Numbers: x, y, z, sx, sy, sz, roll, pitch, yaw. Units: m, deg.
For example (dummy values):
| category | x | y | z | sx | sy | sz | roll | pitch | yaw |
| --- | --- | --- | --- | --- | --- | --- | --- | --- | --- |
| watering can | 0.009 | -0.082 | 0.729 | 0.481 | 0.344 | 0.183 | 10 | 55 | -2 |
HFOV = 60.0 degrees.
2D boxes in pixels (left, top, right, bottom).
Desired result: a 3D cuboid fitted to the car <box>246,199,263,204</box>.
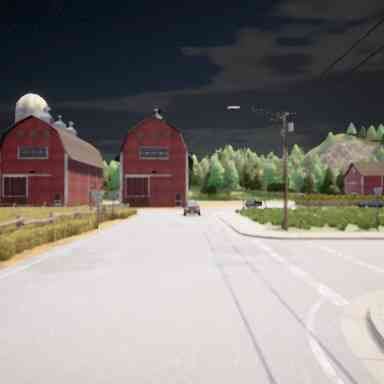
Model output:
| category | x | y | z | sx | sy | sz | roll | pitch | yaw |
| --- | --- | --- | --- | --- | --- | --- | --- | --- | --- |
| car | 11.151 | 1.988 | 59.165 | 2.128 | 1.511 | 4.902 | 0 | 0 | 31 |

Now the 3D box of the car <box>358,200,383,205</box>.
| category | x | y | z | sx | sy | sz | roll | pitch | yaw |
| --- | --- | --- | --- | --- | --- | --- | --- | --- | --- |
| car | 29.527 | 2.039 | 54.086 | 4.892 | 1.490 | 1.837 | 0 | -1 | 8 |

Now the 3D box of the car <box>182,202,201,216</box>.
| category | x | y | z | sx | sy | sz | roll | pitch | yaw |
| --- | --- | --- | --- | --- | --- | --- | --- | --- | --- |
| car | -0.021 | 1.892 | 37.132 | 1.812 | 1.442 | 4.674 | 0 | -1 | -2 |
